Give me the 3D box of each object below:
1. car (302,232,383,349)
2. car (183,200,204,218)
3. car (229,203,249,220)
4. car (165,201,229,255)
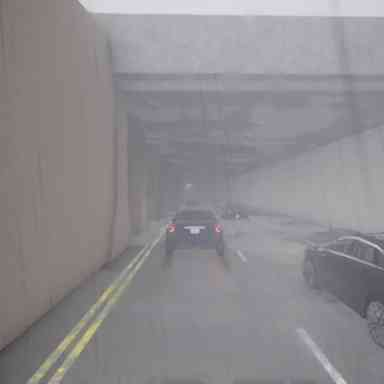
[{"bbox_3d":[3.599,1.497,6.199,2.128,1.511,4.902,0,0,0],"label":"car"},{"bbox_3d":[0.086,1.550,31.044,1.812,1.442,4.674,0,0,0],"label":"car"},{"bbox_3d":[3.600,1.623,28.436,1.895,1.301,4.718,0,0,0],"label":"car"},{"bbox_3d":[0.100,1.363,13.512,2.097,1.767,4.553,0,0,0],"label":"car"}]
